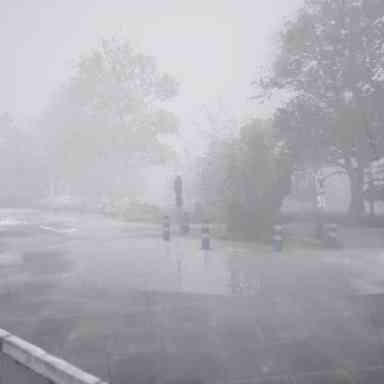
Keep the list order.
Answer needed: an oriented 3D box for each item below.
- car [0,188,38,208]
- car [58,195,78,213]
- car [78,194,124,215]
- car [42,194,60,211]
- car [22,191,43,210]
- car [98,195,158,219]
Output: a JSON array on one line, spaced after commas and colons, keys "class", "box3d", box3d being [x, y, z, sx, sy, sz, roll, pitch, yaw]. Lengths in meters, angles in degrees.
[{"class": "car", "box3d": [-18.186, 0.630, 37.141, 2.435, 2.045, 5.566, 2, 1, 36]}, {"class": "car", "box3d": [-9.262, 1.173, 30.590, 2.163, 1.488, 4.792, 2, 1, 36]}, {"class": "car", "box3d": [-7.083, 1.081, 29.083, 2.185, 1.767, 4.553, 2, 1, 36]}, {"class": "car", "box3d": [-11.488, 1.118, 32.239, 2.002, 1.452, 4.674, 2, 1, 36]}, {"class": "car", "box3d": [-13.835, 1.010, 33.717, 1.946, 1.575, 5.366, 2, 1, 36]}, {"class": "car", "box3d": [-4.865, 1.271, 27.427, 2.097, 1.535, 5.008, 2, 1, 36]}]
